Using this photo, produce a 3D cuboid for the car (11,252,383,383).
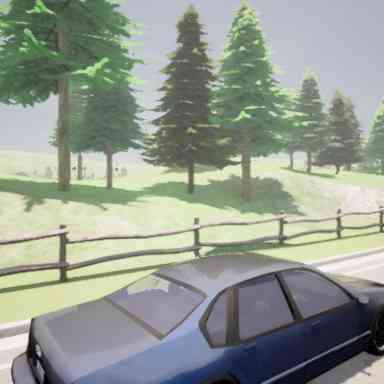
[{"bbox_3d":[0.757,1.542,4.292,5.357,1.411,2.033,0,0,-36],"label":"car"}]
